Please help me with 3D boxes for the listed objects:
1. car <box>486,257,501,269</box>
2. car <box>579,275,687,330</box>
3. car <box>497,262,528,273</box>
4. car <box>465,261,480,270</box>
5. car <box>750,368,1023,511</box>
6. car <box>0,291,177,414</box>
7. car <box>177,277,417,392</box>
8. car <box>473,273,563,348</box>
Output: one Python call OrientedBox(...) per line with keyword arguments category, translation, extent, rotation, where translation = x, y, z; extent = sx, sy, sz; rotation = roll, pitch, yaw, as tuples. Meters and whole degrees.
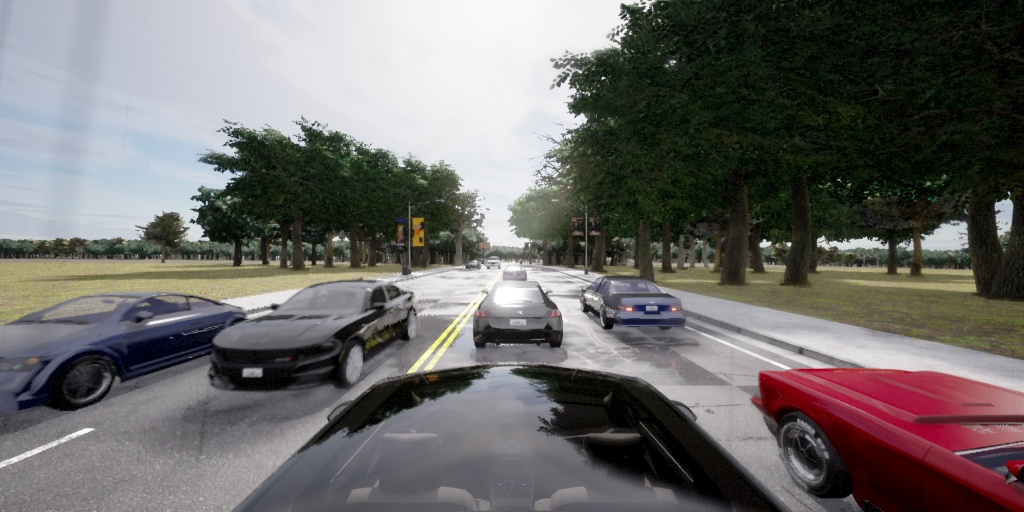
OrientedBox(category="car", translation=(-3.007, 1.125, 59.149), extent=(2.150, 2.045, 5.566), rotation=(0, -1, 1))
OrientedBox(category="car", translation=(3.386, 1.307, 11.123), extent=(2.033, 1.411, 5.357), rotation=(0, 0, 1))
OrientedBox(category="car", translation=(0.210, 1.349, 27.094), extent=(2.033, 1.411, 5.357), rotation=(0, 0, 1))
OrientedBox(category="car", translation=(-6.212, 1.455, 57.368), extent=(1.994, 1.385, 4.181), rotation=(0, 0, 2))
OrientedBox(category="car", translation=(3.349, 1.351, 1.506), extent=(1.895, 1.301, 4.718), rotation=(0, 0, 0))
OrientedBox(category="car", translation=(-6.583, 1.315, 5.984), extent=(1.994, 1.385, 4.181), rotation=(0, 0, 0))
OrientedBox(category="car", translation=(-3.327, 1.230, 7.107), extent=(1.882, 1.535, 5.008), rotation=(0, 0, 0))
OrientedBox(category="car", translation=(0.133, 1.319, 9.286), extent=(1.994, 1.385, 4.181), rotation=(0, 0, 0))
